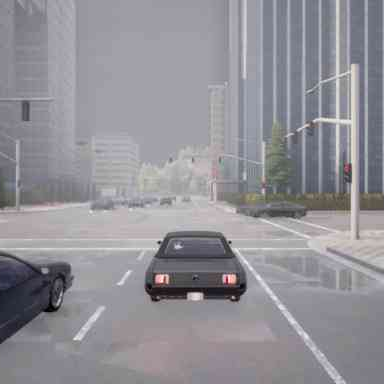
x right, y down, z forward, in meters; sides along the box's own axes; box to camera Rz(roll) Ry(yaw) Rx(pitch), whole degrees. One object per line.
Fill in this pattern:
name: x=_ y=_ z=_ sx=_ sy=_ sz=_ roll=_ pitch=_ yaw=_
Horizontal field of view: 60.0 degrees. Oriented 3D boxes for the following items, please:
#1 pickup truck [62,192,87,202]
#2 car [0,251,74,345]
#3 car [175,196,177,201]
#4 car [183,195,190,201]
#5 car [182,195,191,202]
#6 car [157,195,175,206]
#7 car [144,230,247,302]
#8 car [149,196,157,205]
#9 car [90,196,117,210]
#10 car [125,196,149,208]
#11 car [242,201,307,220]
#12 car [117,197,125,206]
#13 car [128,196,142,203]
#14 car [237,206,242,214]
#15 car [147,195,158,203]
pickup truck: x=-24.773 y=1.059 z=69.285 sx=2.390 sy=2.098 sz=6.274 roll=0 pitch=0 yaw=30
car: x=-3.436 y=1.547 z=4.634 sx=2.033 sy=1.411 sz=5.357 roll=0 pitch=0 yaw=0
car: x=-4.891 y=1.524 z=84.781 sx=1.812 sy=1.442 sz=4.674 roll=0 pitch=0 yaw=-1
car: x=-1.395 y=1.504 z=85.037 sx=1.895 sy=1.301 sz=4.718 roll=0 pitch=0 yaw=-1
car: x=-1.229 y=1.531 z=74.390 sx=2.033 sy=1.411 sz=5.357 roll=0 pitch=0 yaw=-1
car: x=-4.353 y=1.505 z=56.652 sx=1.837 sy=1.490 sz=4.892 roll=0 pitch=0 yaw=-1
car: x=0.066 y=1.601 z=8.230 sx=1.895 sy=1.301 sz=4.718 roll=0 pitch=0 yaw=0
car: x=-8.051 y=1.547 z=59.113 sx=2.033 sy=1.411 sz=5.357 roll=0 pitch=0 yaw=0
car: x=-11.308 y=1.352 z=42.144 sx=2.097 sy=1.767 sz=4.553 roll=0 pitch=0 yaw=-1
car: x=-7.894 y=1.564 z=48.064 sx=1.994 sy=1.385 sz=4.181 roll=0 pitch=0 yaw=-1
car: x=7.045 y=1.506 z=27.670 sx=4.892 sy=1.490 sz=1.837 roll=0 pitch=0 yaw=-6
car: x=-11.486 y=1.526 z=53.469 sx=1.812 sy=1.442 sz=4.674 roll=0 pitch=0 yaw=-1
car: x=-11.639 y=1.543 z=68.571 sx=2.033 sy=1.411 sz=5.357 roll=0 pitch=0 yaw=-1
car: x=6.415 y=1.564 z=32.005 sx=4.181 sy=1.385 sz=1.994 roll=0 pitch=0 yaw=7
car: x=-8.151 y=1.477 z=69.316 sx=1.882 sy=1.535 sz=5.008 roll=0 pitch=0 yaw=-1
